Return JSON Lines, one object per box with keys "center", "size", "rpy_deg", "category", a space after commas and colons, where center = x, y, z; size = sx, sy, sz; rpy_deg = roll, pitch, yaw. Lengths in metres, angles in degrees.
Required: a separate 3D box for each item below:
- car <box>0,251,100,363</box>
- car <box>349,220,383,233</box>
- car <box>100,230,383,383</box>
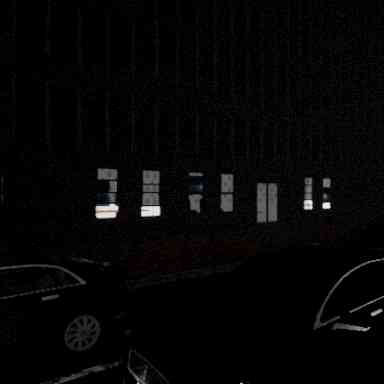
{"center": [-2.964, 1.550, 4.447], "size": [4.403, 1.369, 2.008], "rpy_deg": [0, 0, -35], "category": "car"}
{"center": [6.318, 1.621, 11.038], "size": [4.206, 1.307, 1.802], "rpy_deg": [0, 0, -35], "category": "car"}
{"center": [1.536, 1.517, 4.343], "size": [4.892, 1.490, 1.837], "rpy_deg": [0, 0, -35], "category": "car"}
